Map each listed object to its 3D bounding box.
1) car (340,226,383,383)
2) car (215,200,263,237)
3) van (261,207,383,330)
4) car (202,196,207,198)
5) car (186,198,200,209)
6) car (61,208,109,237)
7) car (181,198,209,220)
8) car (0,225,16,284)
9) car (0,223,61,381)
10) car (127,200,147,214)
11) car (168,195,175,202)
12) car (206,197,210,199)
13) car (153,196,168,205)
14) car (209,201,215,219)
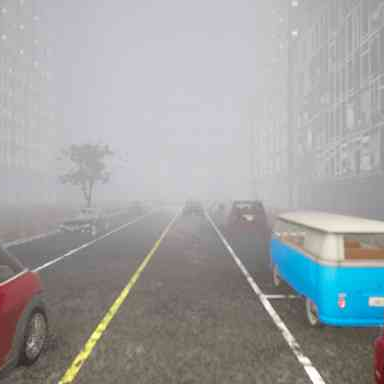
[{"bbox_3d":[2.700,1.316,1.017,2.192,1.841,5.009,1,0,0],"label":"car"},{"bbox_3d":[2.698,1.327,17.941,2.192,1.841,5.009,1,0,0],"label":"car"},{"bbox_3d":[2.700,1.346,6.659,1.690,1.788,3.998,1,0,0],"label":"van"},{"bbox_3d":[2.688,1.581,68.714,2.008,1.369,4.403,1,0,0],"label":"car"},{"bbox_3d":[0.070,1.551,46.028,1.812,1.442,4.674,0,0,0],"label":"car"},{"bbox_3d":[-5.685,1.562,17.917,2.008,1.369,4.403,1,0,0],"label":"car"},{"bbox_3d":[0.095,1.510,28.412,2.128,1.511,4.902,0,0,0],"label":"car"},{"bbox_3d":[-5.683,1.555,6.631,2.008,1.369,4.403,1,0,0],"label":"car"},{"bbox_3d":[-3.068,1.353,2.738,2.097,1.767,4.553,0,0,0],"label":"car"},{"bbox_3d":[-5.688,1.571,34.845,2.008,1.369,4.403,1,0,0],"label":"car"},{"bbox_3d":[-5.694,1.557,79.818,1.752,1.417,4.829,1,0,0],"label":"car"},{"bbox_3d":[2.693,1.546,35.035,1.752,1.417,4.829,1,0,0],"label":"car"},{"bbox_3d":[-5.691,1.573,57.416,1.887,1.381,4.507,1,0,0],"label":"car"},{"bbox_3d":[2.693,1.600,29.224,1.802,1.307,4.206,1,0,0],"label":"car"}]
